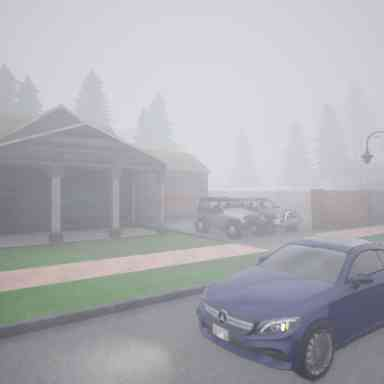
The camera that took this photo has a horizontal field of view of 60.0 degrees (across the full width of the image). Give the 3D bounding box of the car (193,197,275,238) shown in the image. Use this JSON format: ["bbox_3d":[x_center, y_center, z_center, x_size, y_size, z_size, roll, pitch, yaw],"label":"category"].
[{"bbox_3d":[1.740,1.176,16.142,1.905,1.878,3.866,0,0,-36],"label":"car"}]

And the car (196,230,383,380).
[{"bbox_3d":[2.249,1.526,5.597,4.674,1.442,1.812,0,0,-36],"label":"car"}]

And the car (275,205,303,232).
[{"bbox_3d":[3.549,1.174,17.931,1.932,1.855,4.605,0,0,-36],"label":"car"}]
